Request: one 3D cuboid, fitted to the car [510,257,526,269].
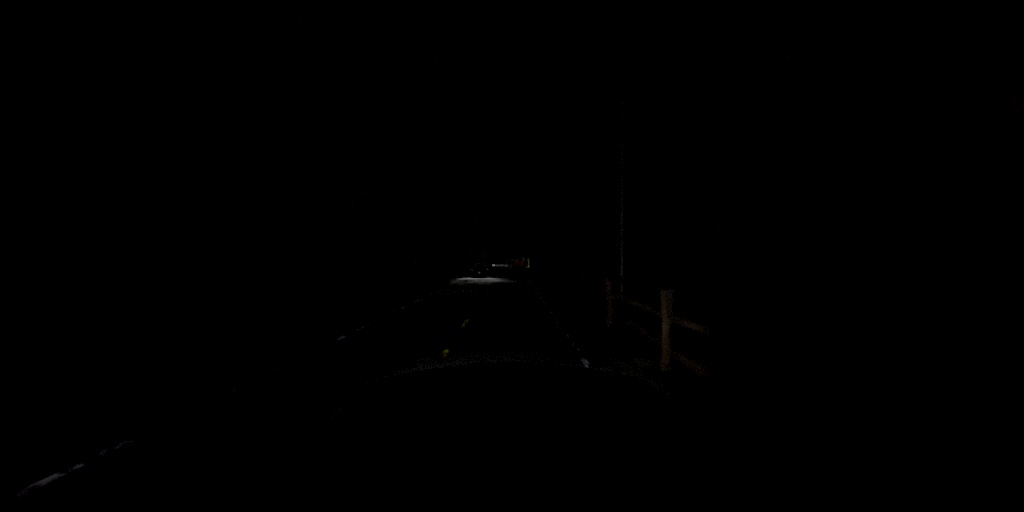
[{"bbox_3d":[0.944,1.086,51.653,1.882,1.535,5.008,0,0,0],"label":"car"}]

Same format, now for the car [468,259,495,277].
[{"bbox_3d":[-2.855,1.196,33.733,1.812,1.442,4.674,0,0,0],"label":"car"}]
